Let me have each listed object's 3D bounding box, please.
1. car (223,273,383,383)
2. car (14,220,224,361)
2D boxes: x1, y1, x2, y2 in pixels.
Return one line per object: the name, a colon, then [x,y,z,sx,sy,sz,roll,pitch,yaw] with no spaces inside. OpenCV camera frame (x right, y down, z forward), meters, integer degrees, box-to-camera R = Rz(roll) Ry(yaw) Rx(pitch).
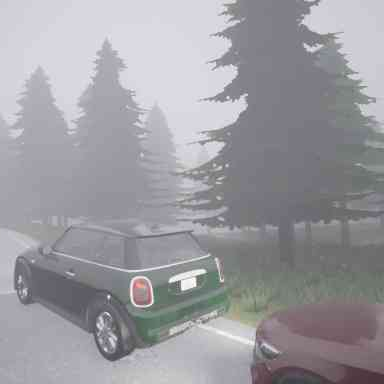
car: [2.749,1.531,2.595,4.674,1.442,1.812,1,0,36]
car: [-1.576,1.308,6.221,4.553,1.767,2.097,1,1,44]
